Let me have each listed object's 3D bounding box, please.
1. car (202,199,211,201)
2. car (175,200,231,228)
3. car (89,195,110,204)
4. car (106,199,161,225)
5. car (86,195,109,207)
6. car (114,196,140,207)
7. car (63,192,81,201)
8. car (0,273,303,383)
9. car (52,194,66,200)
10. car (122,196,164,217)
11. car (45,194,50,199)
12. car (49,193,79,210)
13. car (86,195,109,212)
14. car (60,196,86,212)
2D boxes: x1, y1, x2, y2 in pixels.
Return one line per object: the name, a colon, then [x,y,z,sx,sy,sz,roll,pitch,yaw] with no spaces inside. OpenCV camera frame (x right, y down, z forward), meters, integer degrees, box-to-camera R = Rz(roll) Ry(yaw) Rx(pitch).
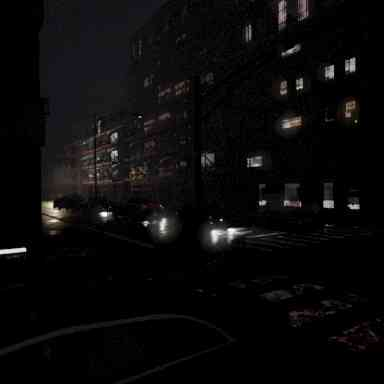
car: [0.849,1.360,31.868,1.887,1.381,4.507,-1,1,-35]
car: [0.648,1.508,21.767,1.994,1.385,4.181,-1,1,-34]
car: [-15.443,1.217,55.348,1.752,1.417,4.829,-1,1,-35]
car: [-4.344,1.509,24.224,1.887,1.381,4.507,-1,1,-35]
car: [-13.795,1.267,48.293,1.837,1.490,4.892,-1,1,-34]
car: [-8.999,1.266,45.987,1.752,1.417,4.829,-1,1,-35]
car: [-25.016,0.936,69.247,2.192,1.841,5.009,-1,1,-35]
car: [-1.287,1.492,2.371,4.902,1.511,2.128,0,0,-34]
car: [-31.459,1.125,78.611,2.008,1.369,4.403,-1,1,-35]
car: [-4.248,1.258,28.872,2.097,1.767,4.553,-1,1,-35]
car: [-34.778,1.076,83.431,1.752,1.417,4.829,-1,1,-35]
car: [-15.802,1.313,41.093,1.967,1.590,4.097,-1,1,-35]
car: [-9.846,1.426,37.017,1.994,1.385,4.181,-1,1,-35]
car: [-12.579,1.449,36.414,2.008,1.369,4.403,-1,1,-35]
